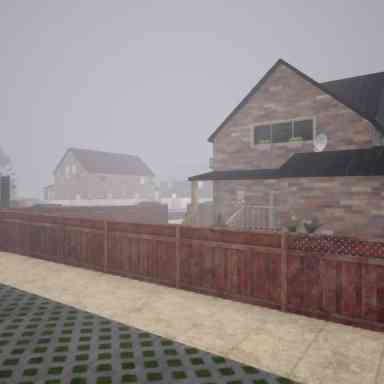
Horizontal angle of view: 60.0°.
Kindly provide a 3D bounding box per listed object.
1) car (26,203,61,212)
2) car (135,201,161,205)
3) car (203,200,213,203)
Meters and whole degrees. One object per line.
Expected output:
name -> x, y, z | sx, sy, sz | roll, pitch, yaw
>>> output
car -> -11.377, 1.601, 24.773 | 1.837, 1.490, 4.892 | 0, -1, 36
car -> -4.762, 1.669, 34.042 | 1.837, 1.490, 4.892 | 0, 0, 36
car -> 2.550, 1.774, 44.259 | 1.812, 1.442, 4.674 | 0, 0, 36
